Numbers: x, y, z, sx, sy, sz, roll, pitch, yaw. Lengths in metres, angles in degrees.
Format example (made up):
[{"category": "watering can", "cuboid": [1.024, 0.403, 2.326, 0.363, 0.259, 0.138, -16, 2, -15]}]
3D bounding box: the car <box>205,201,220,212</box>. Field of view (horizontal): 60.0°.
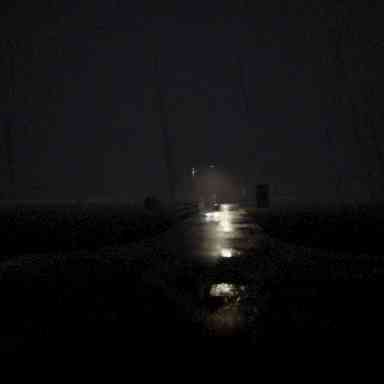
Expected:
[{"category": "car", "cuboid": [2.885, 2.076, 47.154, 2.128, 1.511, 4.902, -1, -1, 7]}]
